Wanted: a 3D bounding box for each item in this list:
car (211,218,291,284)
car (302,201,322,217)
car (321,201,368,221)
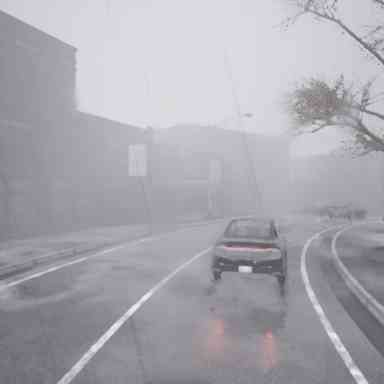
[{"bbox_3d":[1.823,1.521,9.793,2.128,1.511,4.902,0,0,15],"label":"car"},{"bbox_3d":[13.008,1.660,33.218,4.674,1.442,1.812,1,0,-38],"label":"car"},{"bbox_3d":[13.571,1.660,28.848,4.902,1.511,2.128,1,0,-43],"label":"car"}]
